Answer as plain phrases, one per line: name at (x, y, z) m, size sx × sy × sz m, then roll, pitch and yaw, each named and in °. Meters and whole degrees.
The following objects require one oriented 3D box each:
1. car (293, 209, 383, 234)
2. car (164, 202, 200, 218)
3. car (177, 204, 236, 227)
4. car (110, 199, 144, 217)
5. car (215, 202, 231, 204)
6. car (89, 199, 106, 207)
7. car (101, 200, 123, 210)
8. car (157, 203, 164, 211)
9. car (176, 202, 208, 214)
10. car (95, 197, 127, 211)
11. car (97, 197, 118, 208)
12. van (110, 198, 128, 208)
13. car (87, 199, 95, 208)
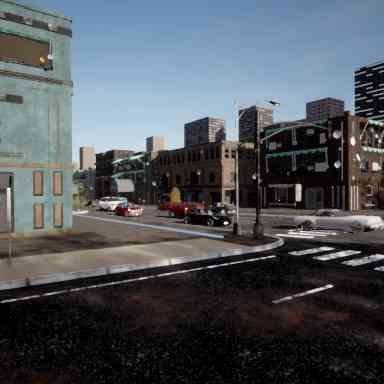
car at (8.592, 1.683, 19.768) m, size 1.895 × 1.301 × 4.718 m, roll 0°, pitch -2°, yaw -41°
car at (-0.335, 1.770, 31.559) m, size 1.882 × 1.535 × 5.008 m, roll -1°, pitch 0°, yaw -36°
car at (1.084, 1.814, 24.902) m, size 1.947 × 1.339 × 4.313 m, roll -2°, pitch 0°, yaw -36°
car at (-6.892, 1.846, 36.259) m, size 1.967 × 1.590 × 4.097 m, roll -1°, pitch 0°, yaw -36°
car at (3.145, 1.809, 36.634) m, size 2.008 × 1.369 × 4.403 m, roll -2°, pitch 0°, yaw -36°
car at (-19.395, 2.227, 68.148) m, size 1.887 × 1.381 × 4.507 m, roll -1°, pitch 0°, yaw -36°
car at (-13.428, 2.066, 55.370) m, size 1.837 × 1.490 × 4.892 m, roll -1°, pitch 0°, yaw -36°
car at (-3.293, 1.965, 45.638) m, size 1.802 × 1.307 × 4.206 m, roll -2°, pitch 0°, yaw -36°
car at (-0.074, 1.903, 41.137) m, size 1.802 × 1.307 × 4.206 m, roll -2°, pitch 0°, yaw -36°
car at (-11.253, 1.727, 46.843) m, size 2.150 × 2.045 × 5.566 m, roll -1°, pitch -1°, yaw -37°
car at (-16.180, 1.939, 63.646) m, size 2.192 × 1.841 × 5.009 m, roll -1°, pitch 0°, yaw -36°
van at (-12.960, 1.906, 59.144) m, size 1.690 × 1.788 × 3.998 m, roll -1°, pitch 0°, yaw -36°
car at (-19.206, 2.159, 63.449) m, size 2.128 × 1.511 × 4.902 m, roll -1°, pitch 0°, yaw -36°
